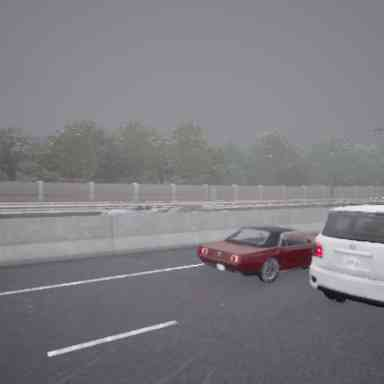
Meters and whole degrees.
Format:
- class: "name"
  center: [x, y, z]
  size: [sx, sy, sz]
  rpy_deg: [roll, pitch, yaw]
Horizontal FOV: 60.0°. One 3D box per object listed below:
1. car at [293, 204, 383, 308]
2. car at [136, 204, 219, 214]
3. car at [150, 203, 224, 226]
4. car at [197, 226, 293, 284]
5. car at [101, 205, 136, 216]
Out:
- class: "car"
  center: [4.917, 1.289, 7.208]
  size: [5.566, 2.045, 2.150]
  rpy_deg: [1, 0, -35]
- class: "car"
  center: [-0.642, 1.552, 20.650]
  size: [5.008, 1.535, 1.882]
  rpy_deg: [1, 0, -35]
- class: "car"
  center: [-0.328, 1.634, 25.140]
  size: [5.357, 1.411, 2.033]
  rpy_deg: [0, 0, -35]
- class: "car"
  center: [2.563, 1.662, 9.832]
  size: [4.718, 1.301, 1.895]
  rpy_deg: [1, 0, -35]
- class: "car"
  center: [-4.723, 1.666, 26.345]
  size: [4.718, 1.301, 1.895]
  rpy_deg: [0, 0, -35]
